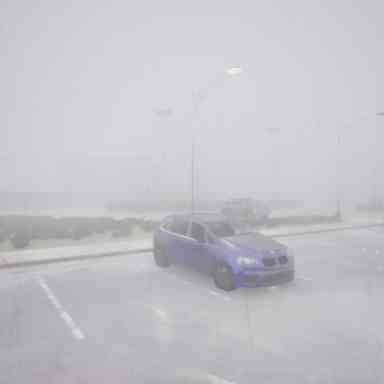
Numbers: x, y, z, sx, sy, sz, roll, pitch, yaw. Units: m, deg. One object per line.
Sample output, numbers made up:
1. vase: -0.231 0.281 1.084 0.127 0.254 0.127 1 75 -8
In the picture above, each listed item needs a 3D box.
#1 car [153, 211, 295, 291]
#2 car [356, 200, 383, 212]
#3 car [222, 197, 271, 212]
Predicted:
1. car: 0.712 1.506 9.559 2.242 1.667 4.611 0 0 -35
2. car: 22.794 1.704 41.570 1.784 1.438 3.905 0 0 -35
3. car: 4.528 1.397 28.469 1.932 1.855 4.605 0 0 -35
